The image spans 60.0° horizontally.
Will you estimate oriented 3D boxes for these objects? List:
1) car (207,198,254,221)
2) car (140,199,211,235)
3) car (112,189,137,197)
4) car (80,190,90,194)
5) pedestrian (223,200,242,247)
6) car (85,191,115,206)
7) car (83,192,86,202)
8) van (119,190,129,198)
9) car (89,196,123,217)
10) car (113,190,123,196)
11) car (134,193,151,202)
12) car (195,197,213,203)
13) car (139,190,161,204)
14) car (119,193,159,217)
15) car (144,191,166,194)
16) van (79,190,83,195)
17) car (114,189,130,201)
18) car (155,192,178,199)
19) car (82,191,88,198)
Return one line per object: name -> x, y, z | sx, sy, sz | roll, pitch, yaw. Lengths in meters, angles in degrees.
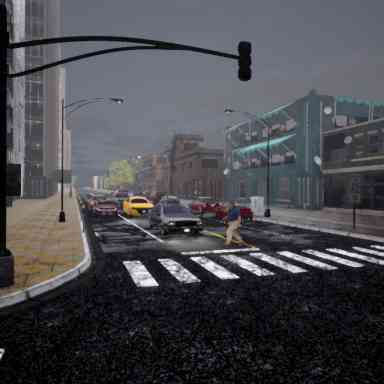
car -> 2.893, 1.338, 23.742 | 1.802, 1.307, 4.206 | 1, 0, -20
car -> -1.115, 1.329, 17.694 | 2.033, 1.411, 5.357 | 0, 1, -20
car -> -7.666, 0.888, 36.207 | 2.097, 1.767, 4.553 | 0, 1, -19
car -> -16.127, 0.831, 52.305 | 1.887, 1.381, 4.507 | 1, 0, -20
pedestrian -> 1.516, 1.150, 12.524 | 0.375, 1.860, 0.375 | 1, 0, -20
car -> -8.710, 1.016, 31.395 | 1.967, 1.590, 4.097 | 1, 0, -20
car -> -12.420, 1.015, 41.849 | 1.802, 1.307, 4.206 | 1, 0, -20
van -> -15.639, 0.360, 76.014 | 1.690, 1.788, 3.998 | 1, 0, -20
car -> -6.860, 1.228, 26.170 | 1.802, 1.307, 4.206 | 1, 0, -20
car -> -19.348, 0.301, 86.468 | 1.967, 1.590, 4.097 | 1, 0, -20
car -> -8.285, 0.850, 55.268 | 1.752, 1.417, 4.829 | 1, 0, -20
car -> 1.041, 1.128, 28.971 | 1.967, 1.590, 4.097 | 1, 0, -20
car -> -6.370, 0.717, 49.879 | 2.192, 1.841, 5.009 | 1, 0, -20
car -> -4.378, 1.138, 26.923 | 1.882, 1.535, 5.008 | 0, 1, -20
car -> -4.516, 0.790, 44.650 | 2.192, 1.841, 5.009 | 1, 0, -20
van -> -21.683, 0.397, 67.985 | 1.690, 1.788, 3.998 | 1, 0, -20
car -> -12.746, 0.452, 60.066 | 2.150, 2.045, 5.566 | 0, 1, -20
car -> -2.668, 1.098, 39.425 | 2.008, 1.369, 4.403 | 1, 0, -20
car -> -14.274, 0.942, 47.079 | 1.802, 1.307, 4.206 | 1, 0, -20
